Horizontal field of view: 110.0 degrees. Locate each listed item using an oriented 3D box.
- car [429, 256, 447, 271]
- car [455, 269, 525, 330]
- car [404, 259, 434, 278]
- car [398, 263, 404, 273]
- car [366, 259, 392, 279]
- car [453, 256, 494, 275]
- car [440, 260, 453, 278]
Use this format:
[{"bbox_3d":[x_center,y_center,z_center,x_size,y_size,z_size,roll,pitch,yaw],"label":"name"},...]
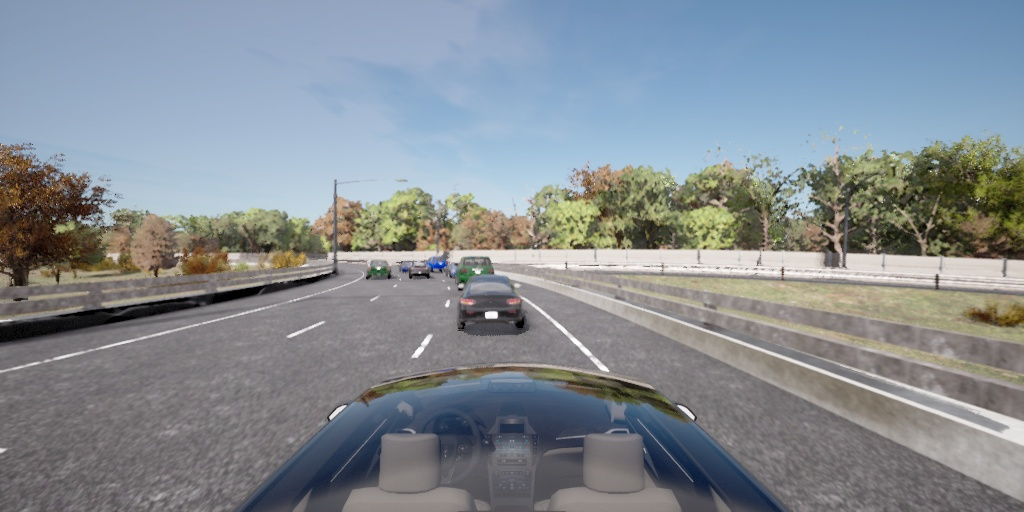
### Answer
[{"bbox_3d":[-9.761,1.049,46.217,2.150,2.045,5.566,0,0,-23],"label":"car"},{"bbox_3d":[-0.691,1.291,11.090,1.812,1.442,4.674,0,0,-5],"label":"car"},{"bbox_3d":[-8.958,1.299,34.305,2.128,1.511,4.902,0,0,-17],"label":"car"},{"bbox_3d":[-13.142,1.392,45.163,1.994,1.385,4.181,0,0,-24],"label":"car"},{"bbox_3d":[-12.513,1.161,33.915,2.097,1.767,4.553,0,0,-18],"label":"car"},{"bbox_3d":[-2.416,1.006,22.745,2.150,2.045,5.566,0,0,-11],"label":"car"},{"bbox_3d":[-5.430,1.352,34.765,2.033,1.411,5.357,0,0,-17],"label":"car"}]
